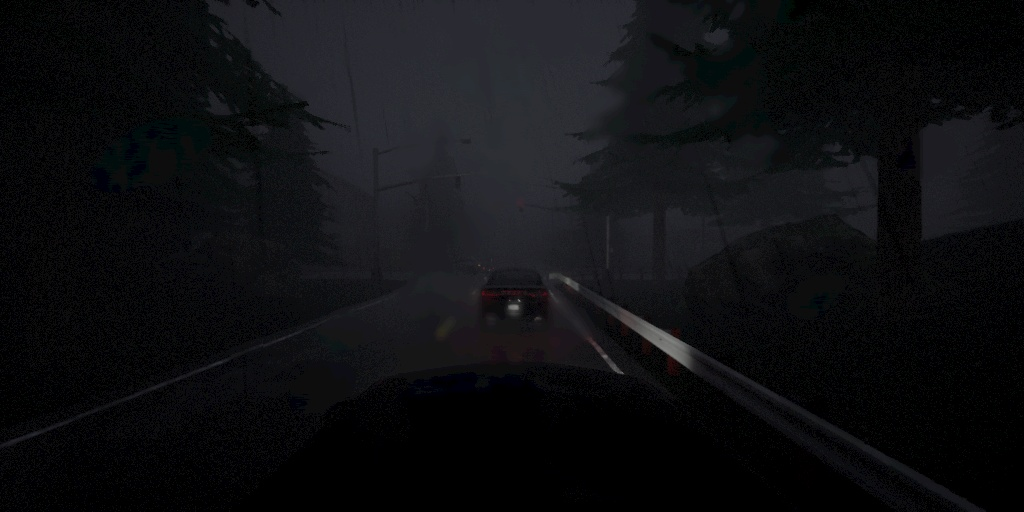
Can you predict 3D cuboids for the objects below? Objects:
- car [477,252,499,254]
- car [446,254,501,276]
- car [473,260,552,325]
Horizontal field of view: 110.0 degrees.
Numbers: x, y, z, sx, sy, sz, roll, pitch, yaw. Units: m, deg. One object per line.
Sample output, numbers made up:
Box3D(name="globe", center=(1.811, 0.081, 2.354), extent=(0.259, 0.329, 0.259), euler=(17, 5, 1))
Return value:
Box3D(name="car", center=(-3.283, 0.385, 49.961), extent=(1.882, 1.535, 5.008), euler=(0, 1, 1))
Box3D(name="car", center=(-3.379, 0.795, 28.688), extent=(4.674, 1.442, 1.812), euler=(1, 1, 43))
Box3D(name="car", center=(0.108, 1.064, 11.076), extent=(1.882, 1.535, 5.008), euler=(0, 1, 1))
